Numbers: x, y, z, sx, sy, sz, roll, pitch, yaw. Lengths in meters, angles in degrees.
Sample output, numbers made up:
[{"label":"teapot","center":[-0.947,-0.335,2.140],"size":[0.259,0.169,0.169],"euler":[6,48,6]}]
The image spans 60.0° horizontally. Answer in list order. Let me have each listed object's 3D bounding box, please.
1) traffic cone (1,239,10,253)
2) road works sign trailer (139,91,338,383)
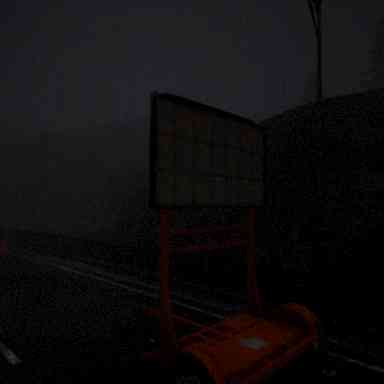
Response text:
[{"label":"traffic cone","center":[-8.239,2.360,14.674],"size":[0.340,0.580,0.340],"euler":[-1,-3,43]},{"label":"road works sign trailer","center":[0.182,0.628,4.694],"size":[2.880,3.560,2.380],"euler":[-1,-3,43]}]
